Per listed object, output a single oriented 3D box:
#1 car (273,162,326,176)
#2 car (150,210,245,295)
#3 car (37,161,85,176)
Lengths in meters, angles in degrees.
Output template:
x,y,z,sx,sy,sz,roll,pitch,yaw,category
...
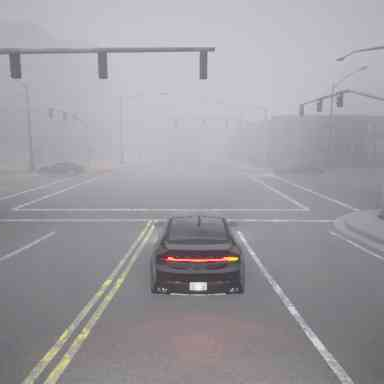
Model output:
x,y,z,sx,sy,sz,roll,pitch,yaw,category
11.494,-2.481,35.690,5.357,1.411,2.033,0,8,1,car
0.113,1.198,8.086,1.837,1.490,4.892,0,4,0,car
-14.055,-2.525,35.777,4.892,1.490,1.837,0,8,0,car
